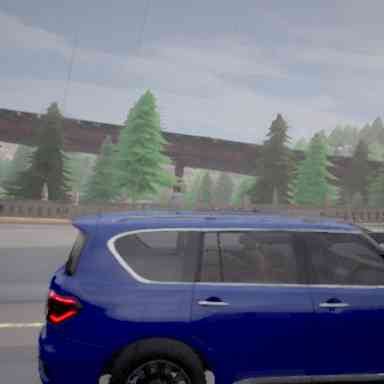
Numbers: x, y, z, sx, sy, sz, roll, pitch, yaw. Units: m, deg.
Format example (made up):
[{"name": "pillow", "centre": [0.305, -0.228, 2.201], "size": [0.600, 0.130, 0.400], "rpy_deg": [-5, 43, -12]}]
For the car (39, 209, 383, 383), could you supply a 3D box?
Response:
[{"name": "car", "centre": [1.133, 1.266, 4.130], "size": [5.566, 2.045, 2.150], "rpy_deg": [0, 0, -5]}]

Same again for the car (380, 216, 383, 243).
[{"name": "car", "centre": [11.751, 1.858, 15.768], "size": [4.718, 1.301, 1.895], "rpy_deg": [1, 0, -5]}]

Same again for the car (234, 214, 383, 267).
[{"name": "car", "centre": [4.149, 1.612, 11.610], "size": [5.008, 1.535, 1.882], "rpy_deg": [1, 0, -5]}]

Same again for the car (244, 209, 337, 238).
[{"name": "car", "centre": [5.431, 1.729, 18.743], "size": [4.674, 1.442, 1.812], "rpy_deg": [1, 0, -5]}]
